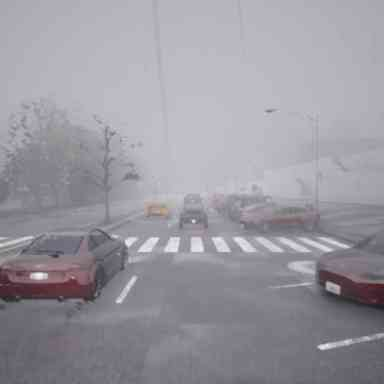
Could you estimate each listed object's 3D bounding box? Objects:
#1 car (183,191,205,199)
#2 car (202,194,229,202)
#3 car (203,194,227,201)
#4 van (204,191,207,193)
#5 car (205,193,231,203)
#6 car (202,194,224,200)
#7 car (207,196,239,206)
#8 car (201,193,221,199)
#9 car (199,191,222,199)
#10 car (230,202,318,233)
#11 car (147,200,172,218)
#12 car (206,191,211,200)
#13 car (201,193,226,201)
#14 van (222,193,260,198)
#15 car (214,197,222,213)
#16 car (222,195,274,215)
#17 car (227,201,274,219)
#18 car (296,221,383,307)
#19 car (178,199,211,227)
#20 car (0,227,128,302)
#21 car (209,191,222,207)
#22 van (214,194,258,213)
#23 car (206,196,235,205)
[{"bbox_3d":[0.084,1.219,40.714,2.150,2.045,5.566,0,0,0],"label":"car"},{"bbox_3d":[4.872,1.235,70.099,5.366,1.575,1.946,0,1,-20],"label":"car"},{"bbox_3d":[5.071,1.224,73.161,4.792,1.488,2.163,0,1,-20],"label":"car"},{"bbox_3d":[4.944,1.135,61.160,4.442,1.987,1.878,1,1,-20],"label":"van"},{"bbox_3d":[5.020,1.197,64.188,4.553,1.767,2.185,0,1,-20],"label":"car"},{"bbox_3d":[5.038,1.149,79.114,4.674,1.452,2.002,1,1,-20],"label":"car"},{"bbox_3d":[5.077,1.451,55.258,4.792,1.488,2.163,1,0,-20],"label":"car"},{"bbox_3d":[5.049,1.000,88.053,4.892,1.521,2.231,1,1,-20],"label":"car"},{"bbox_3d":[5.068,0.715,91.052,5.566,2.045,2.435,1,0,-20],"label":"car"},{"bbox_3d":[5.038,1.521,19.403,4.792,1.488,2.163,1,0,-20],"label":"car"},{"bbox_3d":[-2.910,1.478,30.319,1.882,1.535,5.008,0,0,0],"label":"car"},{"bbox_3d":[5.086,1.236,40.333,5.566,2.045,2.435,1,0,-20],"label":"car"},{"bbox_3d":[4.871,1.145,76.065,5.366,1.575,1.946,0,1,-20],"label":"car"},{"bbox_3d":[5.172,1.266,28.429,4.442,1.987,1.878,1,0,-20],"label":"van"},{"bbox_3d":[5.053,1.491,31.368,4.892,1.521,2.231,1,0,-20],"label":"car"},{"bbox_3d":[5.034,1.365,25.394,4.553,1.767,2.185,1,0,-20],"label":"car"},{"bbox_3d":[5.058,1.531,22.421,4.674,1.452,2.002,1,0,-20],"label":"car"},{"bbox_3d":[5.042,1.523,7.397,4.792,1.488,2.163,1,0,-20],"label":"car"},{"bbox_3d":[0.092,1.509,22.699,1.837,1.490,4.892,0,1,0],"label":"car"},{"bbox_3d":[-2.904,1.568,8.324,1.994,1.385,4.181,0,0,0],"label":"car"},{"bbox_3d":[5.037,1.237,34.337,5.566,2.045,2.435,1,0,-20],"label":"car"},{"bbox_3d":[4.952,1.261,37.290,4.442,1.987,1.878,1,0,-20],"label":"van"},{"bbox_3d":[5.045,1.431,58.231,4.674,1.452,2.002,1,0,-20],"label":"car"}]
